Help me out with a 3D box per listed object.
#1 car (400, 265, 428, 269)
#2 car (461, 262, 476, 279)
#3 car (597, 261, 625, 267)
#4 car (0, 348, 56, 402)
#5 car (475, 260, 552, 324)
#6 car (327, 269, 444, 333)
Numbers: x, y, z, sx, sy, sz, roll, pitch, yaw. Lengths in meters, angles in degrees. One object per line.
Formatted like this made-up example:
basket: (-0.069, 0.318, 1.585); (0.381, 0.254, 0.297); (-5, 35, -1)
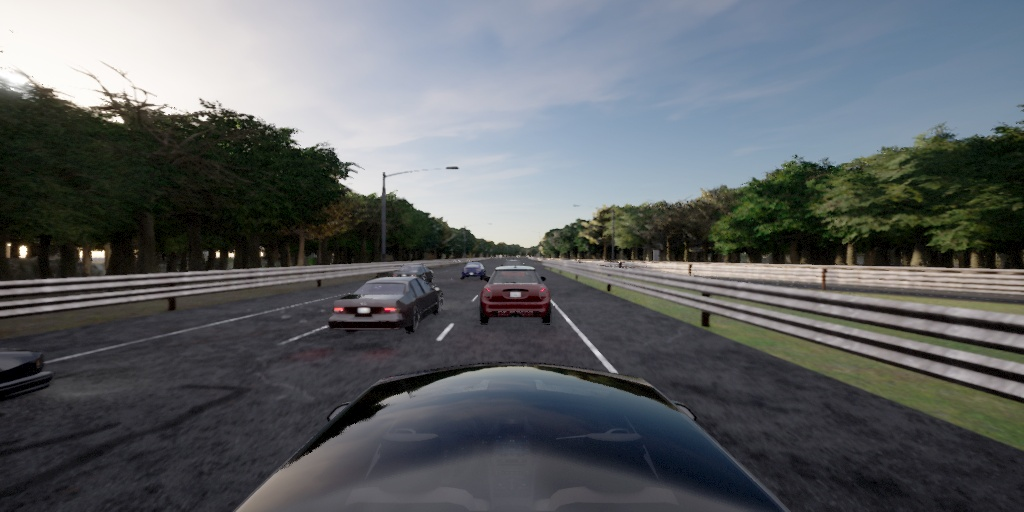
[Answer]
car: (-6.896, 1.310, 25.463); (2.033, 1.411, 5.357); (0, 0, 0)
car: (-3.393, 1.294, 32.271); (1.812, 1.442, 4.674); (0, 0, 0)
car: (14.384, 1.442, 52.296); (2.033, 1.411, 5.357); (0, 0, -15)
car: (-6.903, 1.262, 2.136); (2.033, 1.411, 5.357); (0, 0, 0)
car: (0.101, 1.105, 12.191); (2.097, 1.767, 4.553); (0, 0, 0)
car: (-3.399, 1.299, 10.741); (2.033, 1.411, 5.357); (0, 0, 0)
